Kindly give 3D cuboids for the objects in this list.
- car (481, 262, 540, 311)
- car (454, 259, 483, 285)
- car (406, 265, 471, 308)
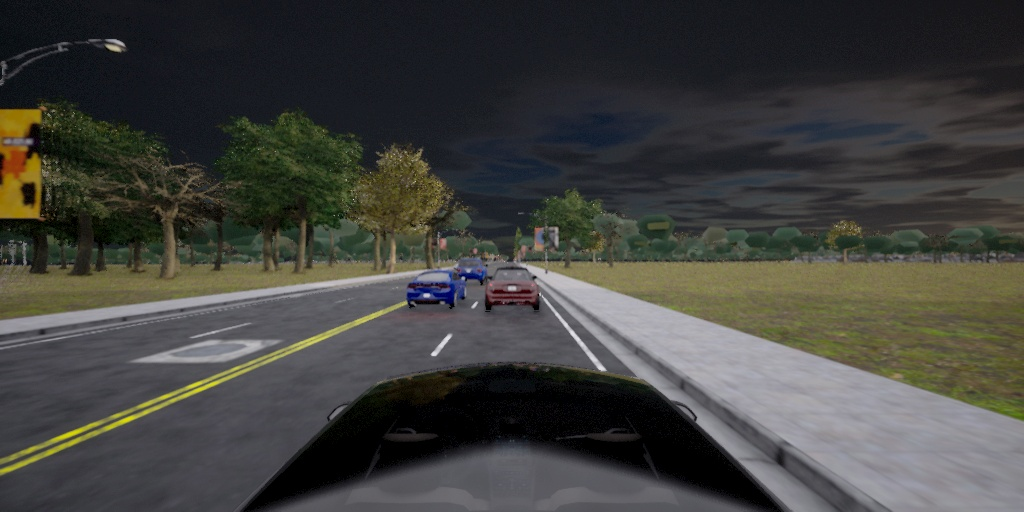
[{"bbox_3d":[0.020,1.235,15.289,2.097,1.767,4.553,0,-1,0],"label":"car"},{"bbox_3d":[-3.235,1.250,29.446,2.150,2.045,5.566,0,0,0],"label":"car"},{"bbox_3d":[-3.223,1.370,16.103,1.882,1.535,5.008,0,0,0],"label":"car"}]
